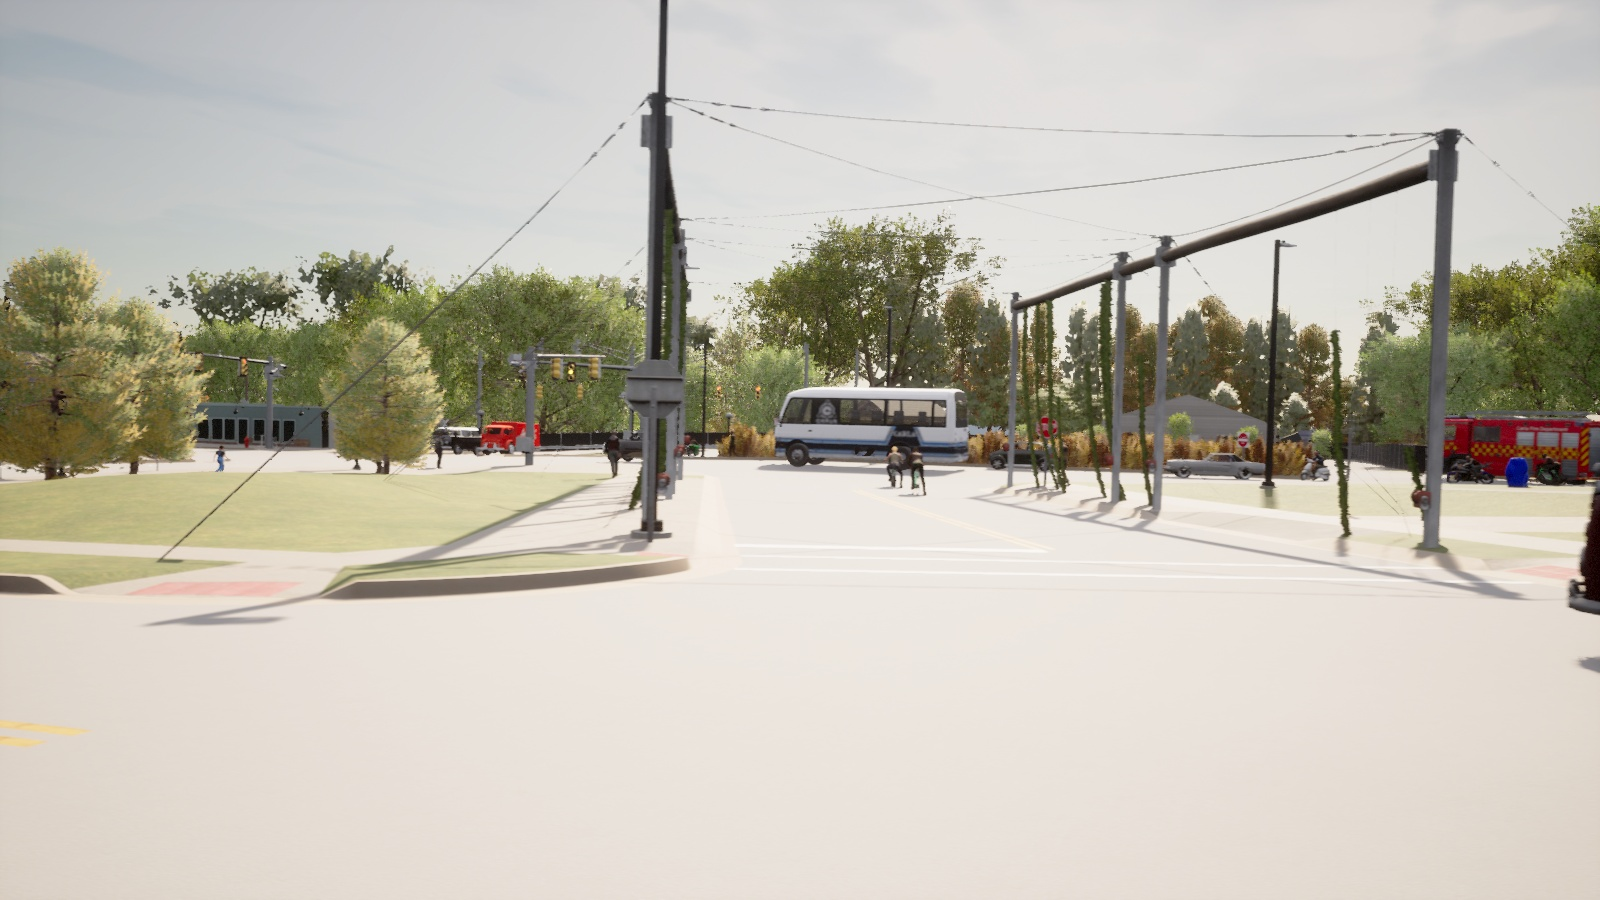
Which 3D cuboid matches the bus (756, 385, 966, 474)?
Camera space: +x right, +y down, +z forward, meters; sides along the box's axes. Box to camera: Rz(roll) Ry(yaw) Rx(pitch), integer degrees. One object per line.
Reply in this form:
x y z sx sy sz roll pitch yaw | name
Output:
3.207 -1.152 66.472 10.273 4.253 3.944 2 2 21 | bus

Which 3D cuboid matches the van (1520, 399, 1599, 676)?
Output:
7.205 0.662 7.880 1.775 1.987 4.442 2 0 -23 | van

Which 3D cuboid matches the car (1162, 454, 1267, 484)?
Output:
20.717 0.949 62.922 4.718 1.301 1.895 2 1 9 | car

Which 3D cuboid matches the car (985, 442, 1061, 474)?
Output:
11.915 0.405 67.115 3.705 1.549 1.789 2 2 20 | car

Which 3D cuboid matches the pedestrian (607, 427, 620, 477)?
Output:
-7.101 0.074 47.771 0.376 1.854 0.720 2 2 -4 | pedestrian

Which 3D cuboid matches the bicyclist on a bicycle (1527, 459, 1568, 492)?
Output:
36.832 1.259 61.858 1.656 1.620 0.582 0 -1 41 | bicyclist on a bicycle

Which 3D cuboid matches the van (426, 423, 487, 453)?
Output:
-25.012 -0.863 91.647 2.069 2.038 4.480 1 -1 19 | van

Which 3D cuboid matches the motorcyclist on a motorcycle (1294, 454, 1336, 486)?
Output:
27.509 1.069 67.072 1.817 1.590 0.866 2 1 -12 | motorcyclist on a motorcycle

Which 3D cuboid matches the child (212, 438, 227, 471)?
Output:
-23.009 0.178 49.781 0.270 1.263 0.437 3 2 21 | child

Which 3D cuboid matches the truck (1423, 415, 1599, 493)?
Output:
38.457 0.105 67.792 2.891 3.827 8.468 0 2 -27 | truck

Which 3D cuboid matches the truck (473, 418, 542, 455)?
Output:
-21.175 -0.975 91.169 2.627 2.467 5.204 2 0 16 | truck

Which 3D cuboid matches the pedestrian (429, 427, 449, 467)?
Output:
-17.900 -0.146 62.274 0.788 1.949 0.423 2 2 8 | pedestrian

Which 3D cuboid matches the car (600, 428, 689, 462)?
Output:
-8.804 -0.301 70.989 4.605 1.855 1.932 1 1 20 | car

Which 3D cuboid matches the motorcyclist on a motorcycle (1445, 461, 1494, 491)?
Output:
35.618 1.355 66.819 2.191 1.530 0.866 1 0 24 | motorcyclist on a motorcycle
